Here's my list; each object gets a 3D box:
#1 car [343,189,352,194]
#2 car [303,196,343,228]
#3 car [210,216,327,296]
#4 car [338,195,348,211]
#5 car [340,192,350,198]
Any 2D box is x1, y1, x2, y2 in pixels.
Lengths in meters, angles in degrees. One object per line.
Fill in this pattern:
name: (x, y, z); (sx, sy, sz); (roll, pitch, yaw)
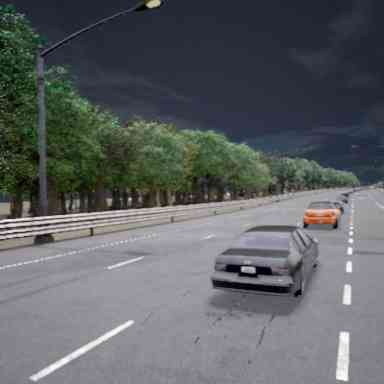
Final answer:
car: (35.673, 0.590, 77.671); (1.882, 1.535, 5.008); (-2, 1, 27)
car: (8.928, 1.412, 22.759); (2.097, 1.767, 4.553); (-2, -1, 26)
car: (2.223, 1.605, 8.930); (2.033, 1.411, 5.357); (-2, -1, 26)
car: (15.554, 1.490, 36.402); (2.128, 1.511, 4.902); (-2, 0, 26)
car: (26.272, 1.205, 58.502); (1.994, 1.385, 4.181); (-2, 0, 26)
